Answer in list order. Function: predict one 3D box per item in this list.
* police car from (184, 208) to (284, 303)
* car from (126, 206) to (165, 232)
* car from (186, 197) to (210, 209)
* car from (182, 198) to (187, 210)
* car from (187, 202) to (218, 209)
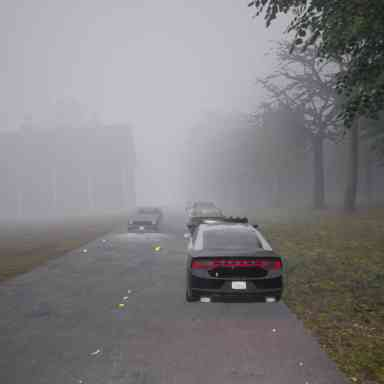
[{"bbox_3d":[0.823,1.438,8.418,1.930,1.638,5.238,0,0,0],"label":"police car"},{"bbox_3d":[-2.756,1.620,20.946,2.033,1.411,5.357,0,0,0],"label":"car"},{"bbox_3d":[0.819,1.449,24.285,2.097,1.767,4.553,0,0,0],"label":"car"},{"bbox_3d":[0.018,1.831,45.682,2.033,1.411,5.357,0,-1,1],"label":"car"},{"bbox_3d":[0.821,1.534,18.311,1.882,1.535,5.008,0,0,0],"label":"car"}]
